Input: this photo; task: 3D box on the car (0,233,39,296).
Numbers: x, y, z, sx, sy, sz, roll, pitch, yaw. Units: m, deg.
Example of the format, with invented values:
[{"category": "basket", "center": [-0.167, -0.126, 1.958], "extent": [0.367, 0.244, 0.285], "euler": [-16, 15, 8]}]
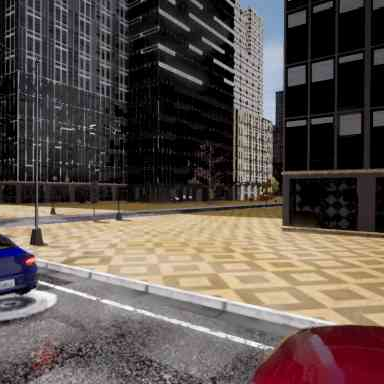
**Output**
[{"category": "car", "center": [-5.252, 1.522, 7.427], "extent": [4.674, 1.442, 1.812], "euler": [0, 0, 36]}]

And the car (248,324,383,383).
[{"category": "car", "center": [2.351, 1.564, 2.000], "extent": [4.181, 1.385, 1.994], "euler": [0, 0, 35]}]
